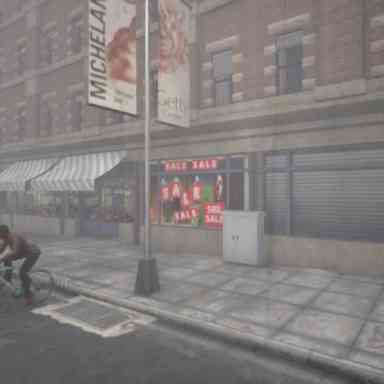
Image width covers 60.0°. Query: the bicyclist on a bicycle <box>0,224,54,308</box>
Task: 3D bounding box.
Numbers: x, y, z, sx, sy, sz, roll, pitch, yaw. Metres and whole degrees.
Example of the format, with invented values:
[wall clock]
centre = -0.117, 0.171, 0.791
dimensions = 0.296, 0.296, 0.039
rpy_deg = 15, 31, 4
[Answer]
[bicyclist on a bicycle]
centre = -3.341, 1.417, 6.194
dimensions = 0.582, 1.620, 1.656
rpy_deg = 0, 1, 36
